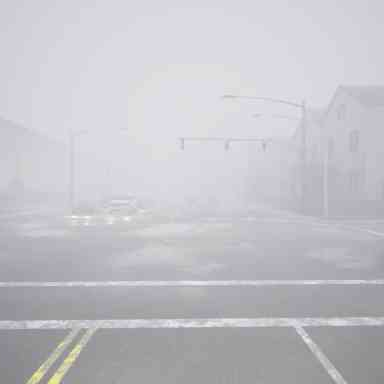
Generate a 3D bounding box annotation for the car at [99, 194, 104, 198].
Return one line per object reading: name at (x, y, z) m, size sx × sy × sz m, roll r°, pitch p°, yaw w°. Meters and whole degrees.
car at (-10.585, 1.221, 42.875) m, size 2.150 × 2.045 × 5.566 m, roll 0°, pitch 0°, yaw 0°

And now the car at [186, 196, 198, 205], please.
car at (0.020, 1.492, 58.605) m, size 2.128 × 1.511 × 4.902 m, roll 0°, pitch 0°, yaw 0°

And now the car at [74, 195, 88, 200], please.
car at (-28.182, 1.295, 84.378) m, size 1.853 × 1.218 × 4.536 m, roll 0°, pitch 0°, yaw -36°

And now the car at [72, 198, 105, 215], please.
car at (-10.589, 1.564, 33.615) m, size 1.994 × 1.385 × 4.181 m, roll 0°, pitch 0°, yaw 0°

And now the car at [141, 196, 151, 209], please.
car at (-7.084, 1.505, 44.199) m, size 1.837 × 1.490 × 4.892 m, roll 0°, pitch 0°, yaw 0°

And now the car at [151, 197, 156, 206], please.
car at (-7.070, 1.478, 54.587) m, size 1.882 × 1.535 × 5.008 m, roll 0°, pitch 0°, yaw 0°

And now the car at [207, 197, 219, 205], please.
car at (3.619, 1.526, 57.202) m, size 1.812 × 1.442 × 4.674 m, roll 0°, pitch 0°, yaw 0°

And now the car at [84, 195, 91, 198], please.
car at (-28.151, 1.453, 84.337) m, size 2.038 × 1.542 × 4.974 m, roll 0°, pitch 0°, yaw -36°

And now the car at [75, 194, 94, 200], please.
car at (-28.939, 1.453, 89.704) m, size 2.038 × 1.542 × 4.974 m, roll 0°, pitch 0°, yaw 29°

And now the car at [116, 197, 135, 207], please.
car at (-10.578, 1.547, 53.120) m, size 2.033 × 1.411 × 5.357 m, roll 0°, pitch 0°, yaw 0°

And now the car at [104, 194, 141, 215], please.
car at (-7.089, 1.221, 34.646) m, size 2.150 × 2.045 × 5.566 m, roll 0°, pitch 0°, yaw 0°

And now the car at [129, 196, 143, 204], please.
car at (-10.523, 1.526, 63.202) m, size 1.812 × 1.442 × 4.674 m, roll 0°, pitch 0°, yaw 1°
